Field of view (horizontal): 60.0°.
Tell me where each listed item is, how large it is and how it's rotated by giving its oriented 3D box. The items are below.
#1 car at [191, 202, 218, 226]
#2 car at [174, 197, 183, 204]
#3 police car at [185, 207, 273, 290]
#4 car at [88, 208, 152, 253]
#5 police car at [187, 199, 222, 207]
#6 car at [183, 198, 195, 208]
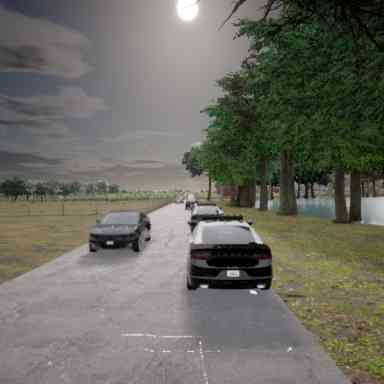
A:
[{"bbox_3d":[0.835,1.557,25.143,1.837,1.490,4.892,0,0,0],"label":"car"},{"bbox_3d":[-2.720,1.816,69.705,2.128,1.511,4.902,0,0,0],"label":"car"},{"bbox_3d":[0.829,1.435,9.252,1.930,1.638,5.238,0,0,0],"label":"police car"},{"bbox_3d":[-2.844,1.497,14.047,1.882,1.535,5.008,0,0,0],"label":"car"},{"bbox_3d":[0.833,1.458,19.253,1.930,1.638,5.238,0,0,0],"label":"police car"},{"bbox_3d":[0.046,1.638,47.683,1.882,1.535,5.008,0,0,1],"label":"car"}]
